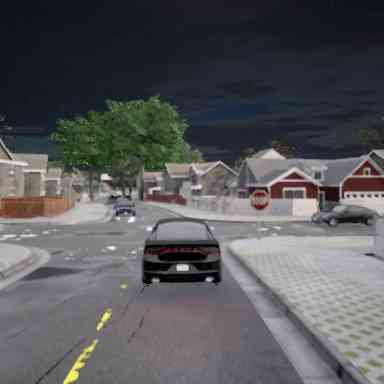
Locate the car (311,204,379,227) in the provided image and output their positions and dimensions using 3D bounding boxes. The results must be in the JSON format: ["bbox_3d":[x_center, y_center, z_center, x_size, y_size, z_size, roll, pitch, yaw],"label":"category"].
[{"bbox_3d":[10.474,1.567,22.751,4.674,1.442,1.812,1,1,-14],"label":"car"}]

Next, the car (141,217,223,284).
[{"bbox_3d":[-0.316,1.448,9.524,1.882,1.535,5.008,0,0,-3],"label":"car"}]

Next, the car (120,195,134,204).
[{"bbox_3d":[-12.007,1.328,61.238,1.837,1.490,4.892,-1,0,-19],"label":"car"}]

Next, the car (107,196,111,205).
[{"bbox_3d":[-13.450,1.362,56.688,1.837,1.490,4.892,-1,0,-19],"label":"car"}]

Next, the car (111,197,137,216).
[{"bbox_3d":[-6.339,1.467,31.722,2.033,1.411,5.357,0,0,-12],"label":"car"}]

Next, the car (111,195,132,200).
[{"bbox_3d":[-8.869,1.441,42.261,2.033,1.411,5.357,0,0,-16],"label":"car"}]

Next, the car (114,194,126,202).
[{"bbox_3d":[-15.390,1.281,70.768,1.882,1.535,5.008,0,0,-18],"label":"car"}]
